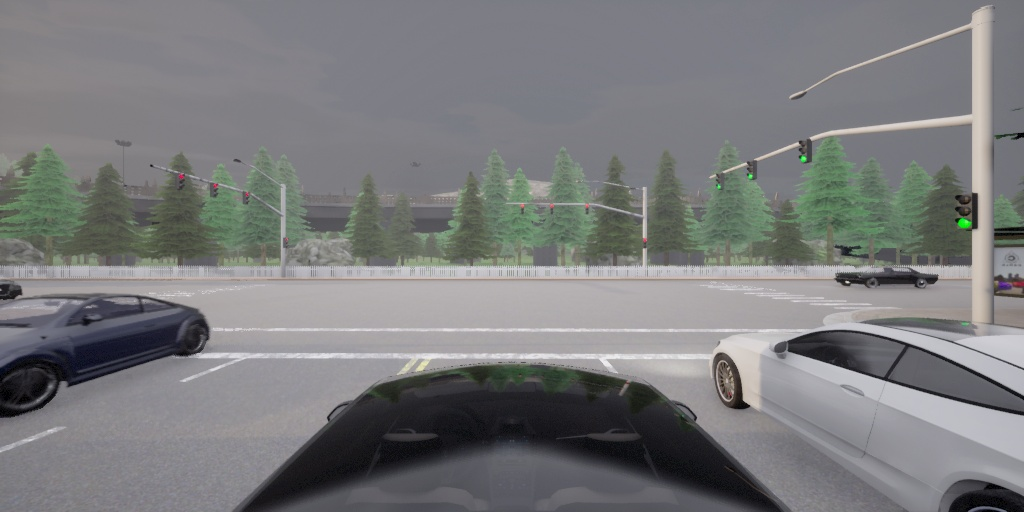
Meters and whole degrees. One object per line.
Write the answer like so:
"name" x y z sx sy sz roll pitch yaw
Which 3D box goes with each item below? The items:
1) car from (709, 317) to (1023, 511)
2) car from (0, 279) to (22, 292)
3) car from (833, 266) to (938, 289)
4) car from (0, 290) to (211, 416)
"car" 3.657 1.276 3.168 1.812 1.442 4.674 0 0 2
"car" -23.378 1.259 14.885 4.181 1.385 1.994 0 0 -1
"car" 22.865 1.295 22.071 4.718 1.301 1.895 0 0 0
"car" -7.195 1.314 5.736 1.994 1.385 4.181 0 0 -4
